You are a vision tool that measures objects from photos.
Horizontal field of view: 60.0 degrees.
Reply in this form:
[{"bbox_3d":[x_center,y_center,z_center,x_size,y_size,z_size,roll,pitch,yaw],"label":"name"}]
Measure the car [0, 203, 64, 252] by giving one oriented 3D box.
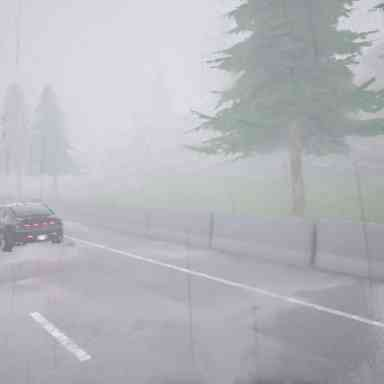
[{"bbox_3d":[-6.478,1.166,12.545,1.837,1.490,4.892,-4,4,-42],"label":"car"}]
